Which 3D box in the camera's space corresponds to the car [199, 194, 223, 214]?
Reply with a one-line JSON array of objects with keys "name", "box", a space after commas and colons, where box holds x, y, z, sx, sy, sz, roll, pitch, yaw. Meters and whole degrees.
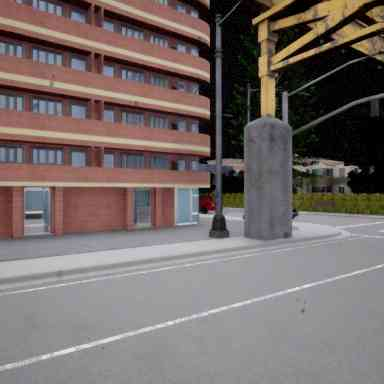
[{"name": "car", "box": [1.025, 1.258, 36.568, 2.150, 2.045, 5.566, 0, 0, -35]}]

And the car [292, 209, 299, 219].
[{"name": "car", "box": [6.748, 1.616, 28.496, 1.895, 1.301, 4.718, 0, 0, -35]}]
